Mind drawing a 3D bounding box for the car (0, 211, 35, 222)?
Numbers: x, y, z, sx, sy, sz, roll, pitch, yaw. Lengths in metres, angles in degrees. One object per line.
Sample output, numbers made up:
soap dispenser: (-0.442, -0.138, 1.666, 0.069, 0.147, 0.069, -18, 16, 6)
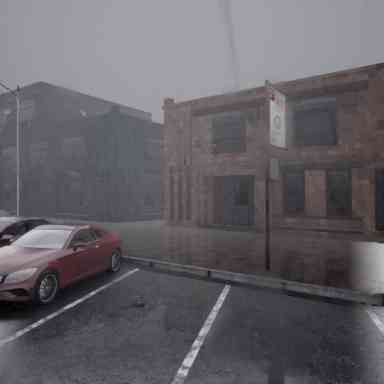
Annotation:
car: (-5.792, 1.518, 9.982, 2.163, 1.488, 4.792, 1, -1, 15)

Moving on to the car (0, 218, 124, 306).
car: (-3.311, 1.527, 8.310, 2.002, 1.452, 4.674, 1, -1, 15)

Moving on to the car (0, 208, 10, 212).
car: (-8.244, 1.366, 11.746, 2.185, 1.767, 4.553, 1, -1, 15)
